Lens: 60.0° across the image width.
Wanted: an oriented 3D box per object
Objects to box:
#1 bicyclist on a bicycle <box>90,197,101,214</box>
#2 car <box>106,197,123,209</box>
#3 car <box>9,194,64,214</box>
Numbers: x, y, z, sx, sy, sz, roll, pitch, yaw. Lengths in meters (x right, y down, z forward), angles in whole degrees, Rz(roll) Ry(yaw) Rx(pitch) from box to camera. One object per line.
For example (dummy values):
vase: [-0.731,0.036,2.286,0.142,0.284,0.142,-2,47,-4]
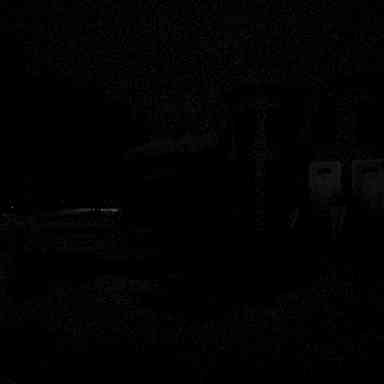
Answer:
bicyclist on a bicycle: [-9.426,1.344,32.352,1.656,1.620,0.582,0,1,36]
car: [-9.658,1.478,46.297,1.882,1.535,5.008,0,0,36]
car: [-16.853,1.221,36.433,2.150,2.045,5.566,0,0,36]
